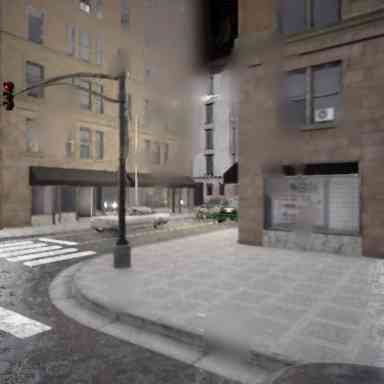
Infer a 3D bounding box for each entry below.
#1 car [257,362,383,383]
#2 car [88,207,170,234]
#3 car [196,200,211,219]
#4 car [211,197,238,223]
[{"bbox_3d":[2.137,1.550,1.288,4.403,1.369,2.008,0,0,35],"label":"car"},{"bbox_3d":[-3.421,1.526,18.705,1.895,1.301,4.718,0,0,35],"label":"car"},{"bbox_3d":[2.222,1.226,26.643,2.097,1.767,4.553,0,0,35],"label":"car"},{"bbox_3d":[3.614,1.235,23.405,2.097,1.767,4.553,0,0,35],"label":"car"}]
